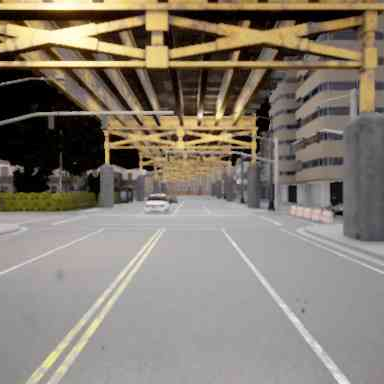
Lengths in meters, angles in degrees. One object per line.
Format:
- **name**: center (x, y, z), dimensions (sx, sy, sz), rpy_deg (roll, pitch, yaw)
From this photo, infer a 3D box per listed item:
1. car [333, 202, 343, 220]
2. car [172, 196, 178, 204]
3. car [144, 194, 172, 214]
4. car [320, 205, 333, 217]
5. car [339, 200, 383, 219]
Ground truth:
- **car**: center (13.258, 1.401, 24.418), dimensions (4.974, 1.542, 2.038), rpy_deg (0, 0, -20)
- **car**: center (-3.507, 1.419, 57.991), dimensions (1.994, 1.385, 4.181), rpy_deg (0, 0, 0)
- **car**: center (-3.504, 1.256, 33.853), dimensions (2.150, 2.045, 5.566), rpy_deg (0, 1, 0)
- **car**: center (13.631, 1.234, 28.554), dimensions (4.536, 1.218, 1.853), rpy_deg (0, 0, 25)
- **car**: center (13.307, 1.243, 24.435), dimensions (4.536, 1.218, 1.853), rpy_deg (0, 0, -20)
